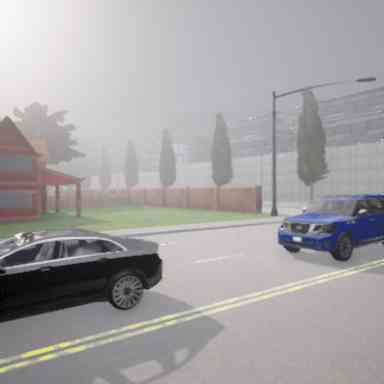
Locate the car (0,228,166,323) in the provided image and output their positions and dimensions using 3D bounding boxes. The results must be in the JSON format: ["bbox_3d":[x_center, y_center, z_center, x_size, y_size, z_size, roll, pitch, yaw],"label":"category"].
[{"bbox_3d":[-2.855,1.483,6.173,4.902,1.511,2.128,-1,0,-35],"label":"car"}]

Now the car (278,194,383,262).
[{"bbox_3d":[5.614,1.129,12.206,5.566,2.045,2.150,-1,0,-35],"label":"car"}]
